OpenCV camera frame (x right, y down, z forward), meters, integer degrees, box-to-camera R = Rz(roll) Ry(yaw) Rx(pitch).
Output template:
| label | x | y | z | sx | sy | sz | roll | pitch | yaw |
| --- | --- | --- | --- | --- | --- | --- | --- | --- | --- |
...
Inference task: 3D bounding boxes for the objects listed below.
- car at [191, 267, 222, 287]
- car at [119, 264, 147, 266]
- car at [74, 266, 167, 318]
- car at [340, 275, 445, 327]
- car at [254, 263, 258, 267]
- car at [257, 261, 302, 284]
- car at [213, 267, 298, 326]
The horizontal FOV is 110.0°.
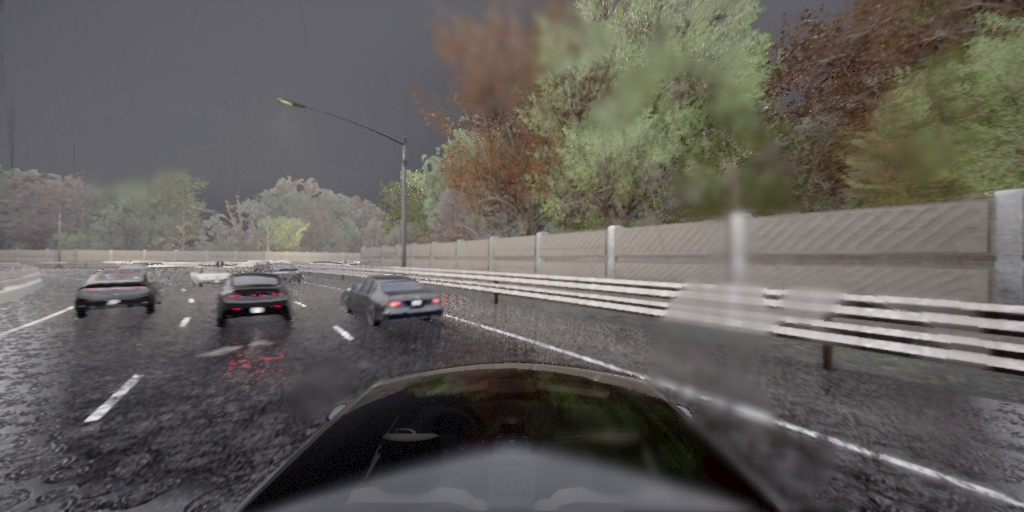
| label | x | y | z | sx | sy | sz | roll | pitch | yaw |
| --- | --- | --- | --- | --- | --- | --- | --- | --- | --- |
| car | -21.266 | 1.438 | 25.389 | 4.718 | 1.301 | 1.895 | 0 | -1 | 42 |
| car | -28.137 | 1.302 | 26.583 | 5.008 | 1.535 | 1.882 | 0 | -1 | 39 |
| car | -14.312 | 1.273 | 13.286 | 2.128 | 1.511 | 4.902 | 1 | 0 | -41 |
| car | -4.151 | 1.349 | 11.886 | 2.033 | 1.411 | 5.357 | 0 | 0 | -37 |
| car | -35.166 | 1.484 | 51.027 | 1.812 | 1.442 | 4.674 | 0 | 0 | -23 |
| car | -17.525 | 1.352 | 27.330 | 2.128 | 1.511 | 4.902 | 1 | 0 | -43 |
| car | -8.699 | 1.295 | 12.072 | 1.837 | 1.490 | 4.892 | 1 | -1 | -38 |
